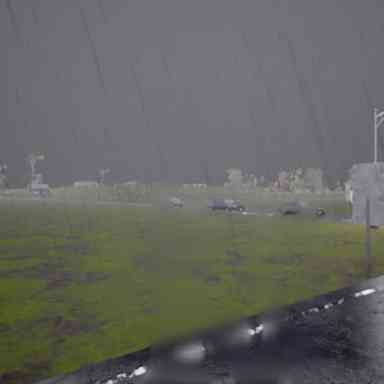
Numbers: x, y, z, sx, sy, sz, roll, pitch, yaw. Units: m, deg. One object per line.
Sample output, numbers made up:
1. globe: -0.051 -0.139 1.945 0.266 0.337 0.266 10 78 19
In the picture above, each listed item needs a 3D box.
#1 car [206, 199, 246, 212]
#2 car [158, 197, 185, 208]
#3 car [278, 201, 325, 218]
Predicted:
1. car: 3.842 1.528 38.795 2.033 1.411 5.357 0 0 -35
2. car: -3.042 1.481 48.161 1.837 1.490 4.892 0 0 -37
3. car: 9.785 1.548 29.933 1.994 1.385 4.181 0 0 -33
